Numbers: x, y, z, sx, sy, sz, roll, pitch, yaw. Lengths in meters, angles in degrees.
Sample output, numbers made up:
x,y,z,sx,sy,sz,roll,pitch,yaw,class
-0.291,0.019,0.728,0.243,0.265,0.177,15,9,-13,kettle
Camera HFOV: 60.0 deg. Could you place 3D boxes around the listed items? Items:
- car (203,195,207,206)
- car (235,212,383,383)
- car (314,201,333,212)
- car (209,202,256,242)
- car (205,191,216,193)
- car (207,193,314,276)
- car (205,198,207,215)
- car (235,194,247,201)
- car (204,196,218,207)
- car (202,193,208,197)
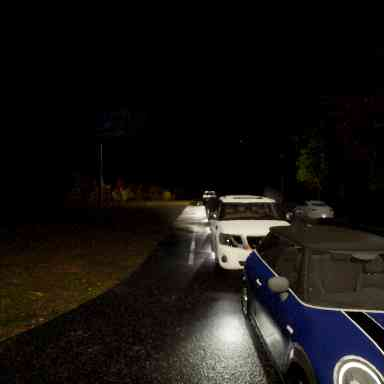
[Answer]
x,y,z,sx,sy,sz,roll,pitch,yaw,class
2.179,1.322,29.326,1.882,1.535,5.008,0,0,1,car
1.940,1.338,4.138,2.097,1.767,4.553,0,0,0,car
9.072,1.394,25.009,1.812,1.442,4.674,0,0,1,car
1.876,1.384,16.825,1.882,1.535,5.008,0,0,1,car
2.874,0.938,54.421,2.150,2.045,5.566,0,0,2,car
1.733,1.160,10.485,2.150,2.045,5.566,0,0,1,car
2.028,1.380,23.072,1.837,1.490,4.892,0,0,1,car
10.154,1.115,69.358,1.882,1.535,5.008,0,0,1,car
2.682,1.314,47.988,1.994,1.385,4.181,0,0,3,car
2.491,1.275,41.580,2.128,1.511,4.902,0,0,2,car
